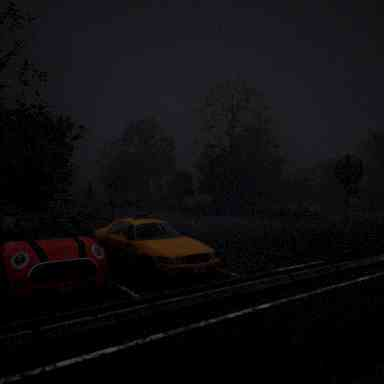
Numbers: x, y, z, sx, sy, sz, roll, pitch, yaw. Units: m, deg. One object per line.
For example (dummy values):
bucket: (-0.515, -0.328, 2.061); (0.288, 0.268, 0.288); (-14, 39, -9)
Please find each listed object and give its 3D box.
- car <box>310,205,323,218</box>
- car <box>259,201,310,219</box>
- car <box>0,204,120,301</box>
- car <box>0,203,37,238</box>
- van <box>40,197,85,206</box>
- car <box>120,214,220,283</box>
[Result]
car: (11.290, 1.747, 34.615); (2.185, 1.767, 4.553); (1, -1, -36)
car: (8.743, 1.845, 32.721); (2.002, 1.452, 4.674); (2, -1, -36)
car: (-3.864, 1.348, 8.569); (2.185, 1.767, 4.553); (0, 0, -36)
car: (-10.508, 1.475, 19.094); (1.946, 1.575, 5.366); (0, 0, -36)
van: (-8.065, 1.266, 20.485); (1.878, 1.987, 4.442); (0, 0, -36)
car: (-1.372, 1.484, 10.102); (1.946, 1.575, 5.366); (0, 0, -36)
